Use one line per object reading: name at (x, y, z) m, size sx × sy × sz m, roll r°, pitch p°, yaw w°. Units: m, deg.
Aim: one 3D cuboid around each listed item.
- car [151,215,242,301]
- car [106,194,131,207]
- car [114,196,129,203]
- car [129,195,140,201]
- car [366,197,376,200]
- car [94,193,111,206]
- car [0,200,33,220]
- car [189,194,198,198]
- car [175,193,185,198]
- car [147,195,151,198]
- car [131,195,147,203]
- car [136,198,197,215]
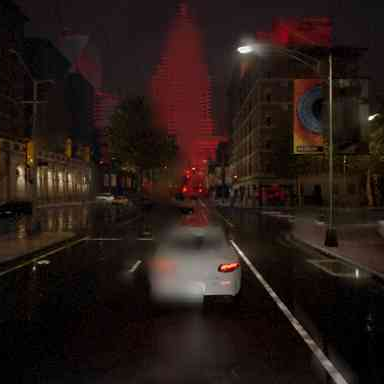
car at (0.110, 1.526, 8.204) m, size 1.812 × 1.442 × 4.674 m, roll 0°, pitch 0°, yaw 1°
car at (-11.380, 1.478, 51.718) m, size 1.882 × 1.535 × 5.008 m, roll 0°, pitch 0°, yaw 0°
car at (-14.709, 1.540, 69.777) m, size 2.033 × 1.411 × 5.357 m, roll 0°, pitch 0°, yaw 0°
car at (-14.645, 1.500, 84.693) m, size 1.837 × 1.490 × 4.892 m, roll 0°, pitch 0°, yaw 0°
car at (34.730, 1.481, 68.120) m, size 2.231 × 1.521 × 4.892 m, roll 0°, pitch 0°, yaw 0°
car at (-14.851, 1.222, 56.338) m, size 2.150 × 2.045 × 5.566 m, roll 0°, pitch 0°, yaw 0°
car at (-14.986, 1.505, 28.300) m, size 1.837 × 1.490 × 4.892 m, roll 0°, pitch 0°, yaw 0°
car at (0.362, 1.493, 86.484) m, size 1.837 × 1.490 × 4.892 m, roll 0°, pitch 0°, yaw 0°
car at (-3.138, 1.218, 86.529) m, size 2.150 × 2.045 × 5.566 m, roll 0°, pitch 0°, yaw 0°
car at (-11.154, 1.540, 82.628) m, size 2.033 × 1.411 × 5.357 m, roll 0°, pitch 0°, yaw 0°
car at (-11.214, 1.478, 68.647) m, size 1.882 × 1.535 × 5.008 m, roll 0°, pitch 0°, yaw 0°
car at (-2.498, 1.547, 32.499) m, size 5.357 × 1.411 × 2.033 m, roll 0°, pitch 0°, yaw 26°
